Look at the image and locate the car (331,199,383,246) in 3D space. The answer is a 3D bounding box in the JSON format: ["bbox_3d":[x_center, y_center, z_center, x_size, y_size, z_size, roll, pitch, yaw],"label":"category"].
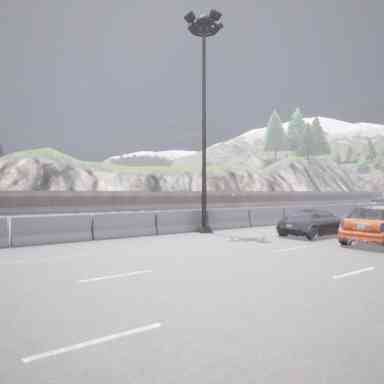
[{"bbox_3d":[8.244,1.363,14.049,4.553,1.767,2.097,0,0,-35],"label":"car"}]

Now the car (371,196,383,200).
[{"bbox_3d":[37.658,1.512,66.906,4.181,1.385,1.994,0,0,-43],"label":"car"}]

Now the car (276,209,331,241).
[{"bbox_3d":[6.236,1.569,16.916,4.181,1.385,1.994,0,0,-35],"label":"car"}]
